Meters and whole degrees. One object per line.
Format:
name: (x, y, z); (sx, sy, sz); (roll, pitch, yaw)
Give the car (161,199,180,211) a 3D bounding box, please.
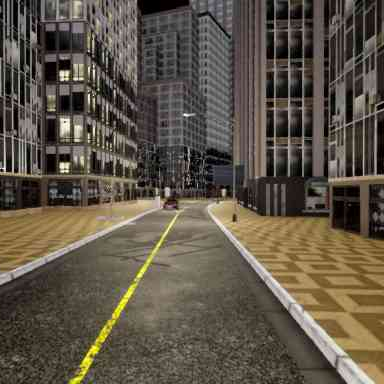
car: (-2.608, 1.574, 42.343); (1.812, 1.442, 4.674); (0, 0, 2)
